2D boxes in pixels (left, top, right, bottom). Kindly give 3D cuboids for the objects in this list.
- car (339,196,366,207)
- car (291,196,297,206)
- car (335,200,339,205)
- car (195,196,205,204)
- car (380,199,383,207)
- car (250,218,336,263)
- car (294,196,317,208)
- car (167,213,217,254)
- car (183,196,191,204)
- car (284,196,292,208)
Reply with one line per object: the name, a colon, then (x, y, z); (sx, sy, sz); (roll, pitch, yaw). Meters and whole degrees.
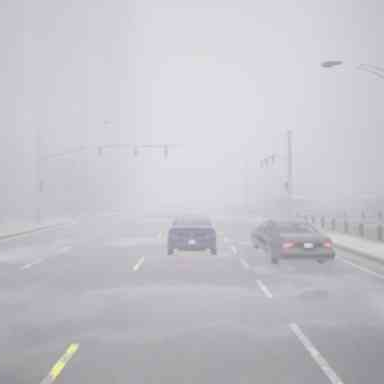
car: (39.212, 2.084, 81.300); (4.605, 1.855, 1.932); (0, -1, 0)
car: (24.249, 2.204, 72.978); (3.905, 1.438, 1.784); (0, -1, 0)
car: (39.260, 2.326, 84.195); (3.905, 1.438, 1.784); (0, -1, 0)
car: (2.256, 2.448, 86.862); (1.812, 1.442, 4.674); (0, -1, -1)
car: (39.400, 2.145, 64.402); (3.806, 1.475, 1.970); (0, -1, 0)
car: (3.501, 1.684, 12.527); (2.033, 1.411, 5.357); (0, -1, 0)
car: (24.265, 2.205, 70.083); (3.806, 1.475, 1.970); (0, -1, 0)
car: (0.004, 1.632, 14.254); (1.882, 1.535, 5.008); (0, 0, 0)
car: (-1.238, 2.457, 86.401); (2.033, 1.411, 5.357); (0, -1, -1)
car: (24.183, 2.023, 75.663); (4.605, 1.855, 1.932); (0, -1, 0)
